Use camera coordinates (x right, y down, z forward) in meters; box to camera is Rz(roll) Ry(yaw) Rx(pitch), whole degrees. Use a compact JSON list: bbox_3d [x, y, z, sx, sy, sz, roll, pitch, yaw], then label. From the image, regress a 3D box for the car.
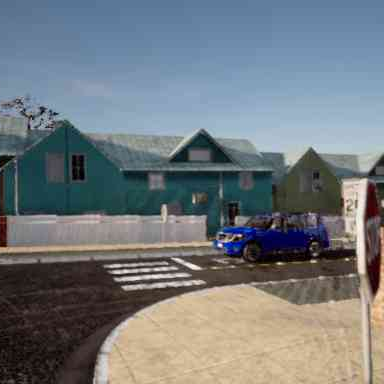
[{"bbox_3d":[3.718,1.991,15.286,5.566,2.045,2.150,2,-3,-23],"label":"car"}]
